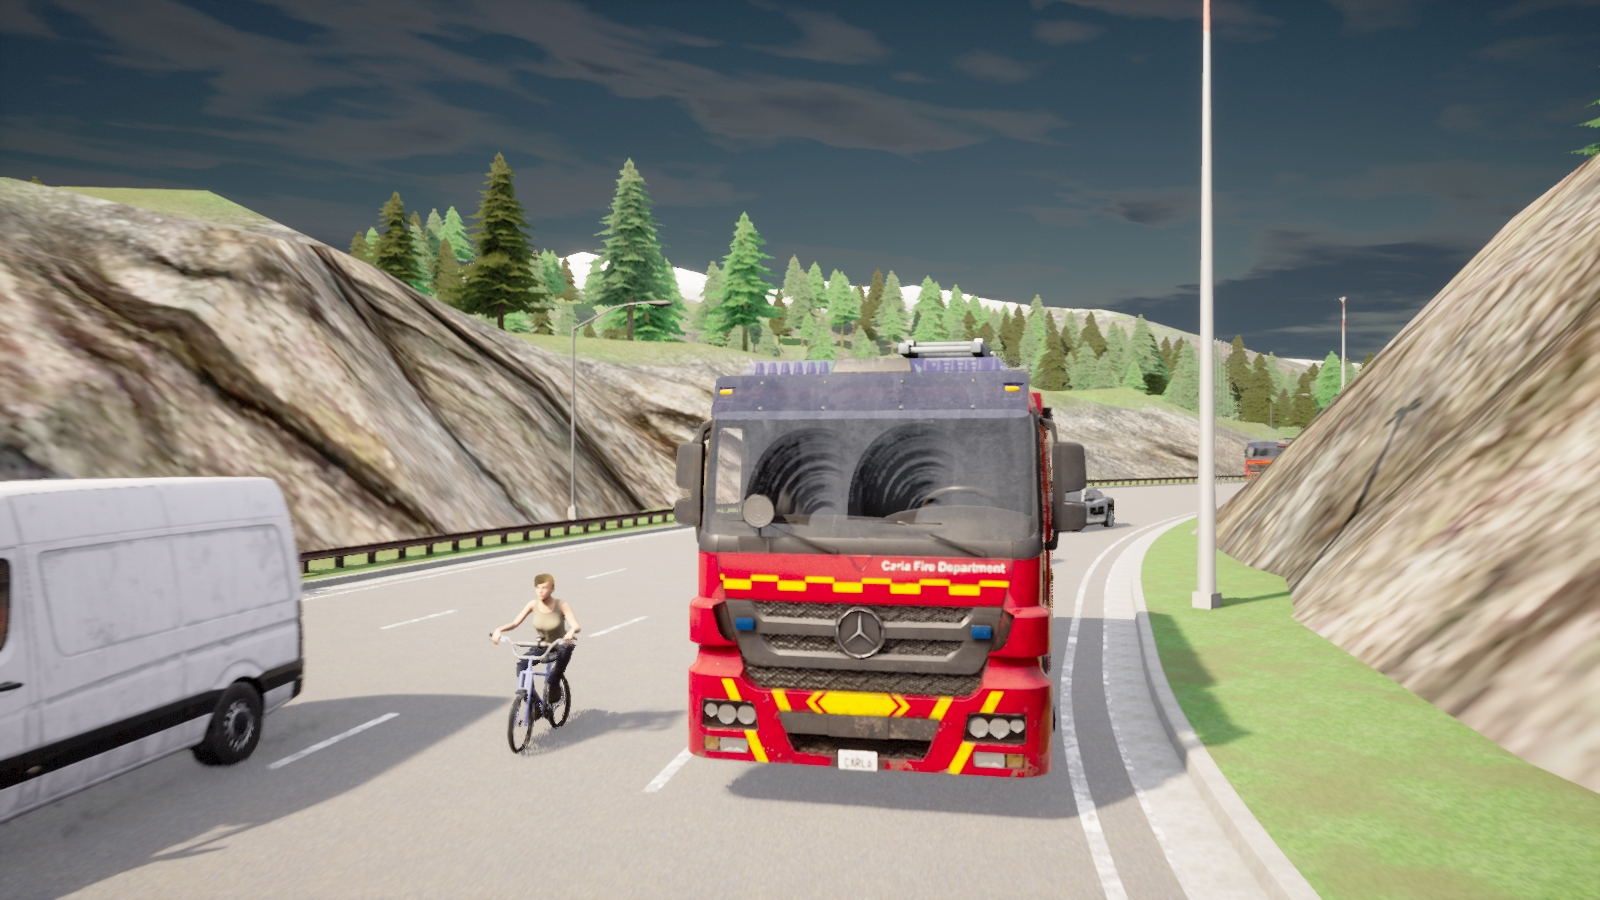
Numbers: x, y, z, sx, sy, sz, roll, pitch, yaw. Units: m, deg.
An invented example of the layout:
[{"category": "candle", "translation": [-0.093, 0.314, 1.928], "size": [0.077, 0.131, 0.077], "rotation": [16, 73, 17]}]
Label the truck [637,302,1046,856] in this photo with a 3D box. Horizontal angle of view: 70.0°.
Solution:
[{"category": "truck", "translation": [1.128, 0.891, 12.345], "size": [2.891, 3.827, 8.468], "rotation": [0, 0, 13]}]

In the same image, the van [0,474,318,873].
[{"category": "van", "translation": [-6.187, 1.534, 8.599], "size": [1.988, 2.561, 5.915], "rotation": [-1, 0, 7]}]

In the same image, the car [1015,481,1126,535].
[{"category": "car", "translation": [9.625, 1.984, 40.370], "size": [2.097, 1.638, 5.238], "rotation": [0, 0, 34]}]

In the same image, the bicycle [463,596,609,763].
[{"category": "bicycle", "translation": [-2.510, 2.158, 11.039], "size": [0.859, 1.277, 1.487], "rotation": [1, 0, 9]}]
